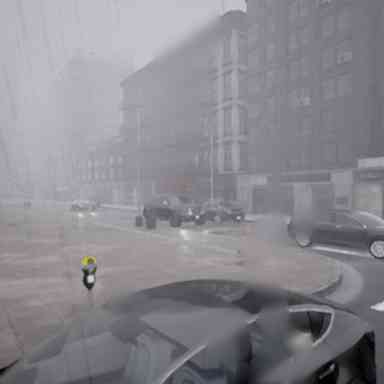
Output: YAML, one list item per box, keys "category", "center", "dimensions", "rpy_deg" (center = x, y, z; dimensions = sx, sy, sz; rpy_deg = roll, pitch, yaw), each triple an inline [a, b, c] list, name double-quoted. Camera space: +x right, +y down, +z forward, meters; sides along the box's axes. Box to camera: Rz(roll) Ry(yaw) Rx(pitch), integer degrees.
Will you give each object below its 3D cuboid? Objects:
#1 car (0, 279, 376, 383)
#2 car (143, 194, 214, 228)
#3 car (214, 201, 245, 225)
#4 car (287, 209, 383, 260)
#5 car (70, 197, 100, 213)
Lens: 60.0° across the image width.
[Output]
- category: "car"
  center: [-0.209, 1.555, 2.666]
  dimensions: [4.313, 1.339, 1.947]
  rpy_deg: [-1, 0, -36]
- category: "car"
  center: [-1.279, 1.168, 22.350]
  dimensions: [2.150, 2.045, 5.566]
  rpy_deg: [-1, 0, -36]
- category: "car"
  center: [1.612, 1.415, 23.393]
  dimensions: [1.837, 1.490, 4.892]
  rpy_deg: [-1, 0, -36]
- category: "car"
  center: [5.873, 1.418, 12.376]
  dimensions: [1.837, 1.490, 4.892]
  rpy_deg: [-1, 0, -36]
- category: "car"
  center: [-12.528, 1.528, 38.102]
  dimensions: [1.812, 1.442, 4.674]
  rpy_deg: [-1, 0, -35]
